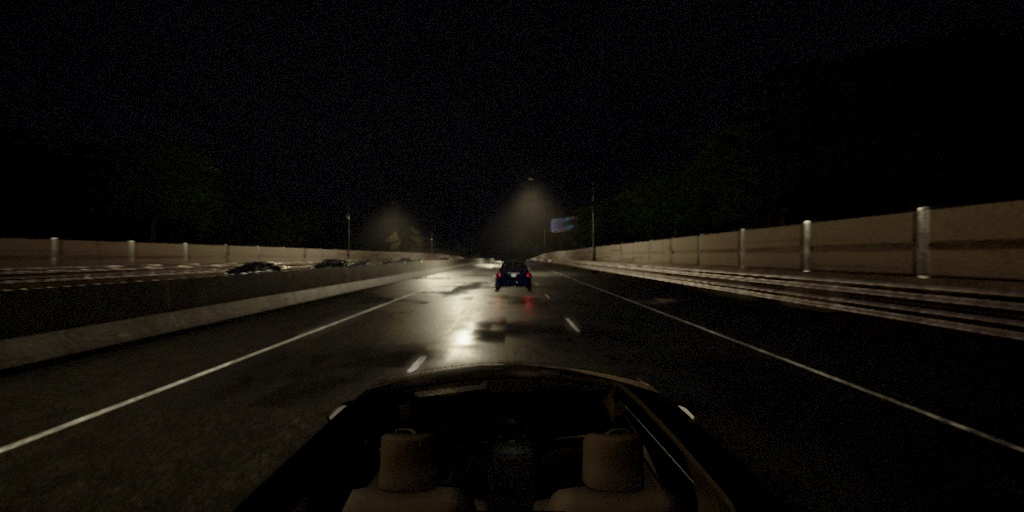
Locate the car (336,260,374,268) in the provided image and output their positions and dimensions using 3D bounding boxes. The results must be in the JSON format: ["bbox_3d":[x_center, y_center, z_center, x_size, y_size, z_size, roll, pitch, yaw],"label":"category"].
[{"bbox_3d":[-14.069,1.284,33.877,2.033,1.411,5.357,0,0,0],"label":"car"}]

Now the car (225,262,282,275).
[{"bbox_3d":[-21.083,1.243,29.441,1.837,1.490,4.892,0,0,0],"label":"car"}]

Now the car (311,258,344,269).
[{"bbox_3d":[-17.569,1.088,34.868,2.097,1.767,4.553,0,0,0],"label":"car"}]

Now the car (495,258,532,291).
[{"bbox_3d":[0.097,1.092,21.822,2.097,1.767,4.553,0,0,0],"label":"car"}]
